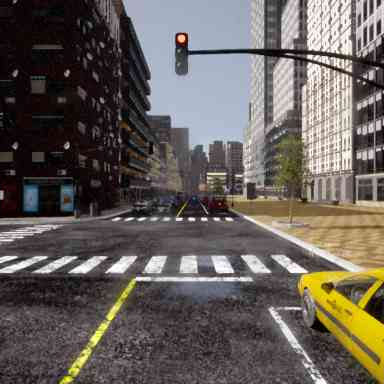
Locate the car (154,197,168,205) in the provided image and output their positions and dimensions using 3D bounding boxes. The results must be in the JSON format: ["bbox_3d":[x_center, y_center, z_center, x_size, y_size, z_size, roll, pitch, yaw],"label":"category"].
[{"bbox_3d":[-5.433,1.584,58.518,1.887,1.381,4.507,0,0,0],"label":"car"}]

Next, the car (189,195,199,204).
[{"bbox_3d":[0.398,1.404,66.684,2.097,1.767,4.553,0,0,0],"label":"car"}]

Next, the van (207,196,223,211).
[{"bbox_3d":[2.872,1.358,41.901,1.690,1.788,3.998,0,0,0],"label":"van"}]

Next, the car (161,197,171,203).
[{"bbox_3d":[-5.384,1.639,69.572,1.802,1.307,4.206,0,0,0],"label":"car"}]

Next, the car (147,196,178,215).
[{"bbox_3d":[-2.947,1.502,34.273,2.128,1.511,4.902,0,0,0],"label":"car"}]

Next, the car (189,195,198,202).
[{"bbox_3d":[0.346,1.569,76.579,1.837,1.490,4.892,0,0,0],"label":"car"}]

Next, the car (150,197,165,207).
[{"bbox_3d":[-5.457,1.581,52.992,2.008,1.369,4.403,0,0,0],"label":"car"}]

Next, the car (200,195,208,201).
[{"bbox_3d":[3.072,1.613,86.284,1.752,1.417,4.829,0,0,0],"label":"car"}]

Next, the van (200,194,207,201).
[{"bbox_3d":[3.094,1.441,91.640,1.690,1.788,3.998,0,0,0],"label":"van"}]

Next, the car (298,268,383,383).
[{"bbox_3d":[2.704,1.525,4.133,1.752,1.417,4.829,0,0,0],"label":"car"}]

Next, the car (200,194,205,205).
[{"bbox_3d":[2.946,1.354,58.481,2.192,1.841,5.009,0,0,0],"label":"car"}]

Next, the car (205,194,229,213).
[{"bbox_3d":[2.847,1.327,36.375,2.192,1.841,5.009,0,0,0],"label":"car"}]

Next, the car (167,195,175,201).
[{"bbox_3d":[-5.310,1.613,85.982,1.752,1.417,4.829,0,0,0],"label":"car"}]

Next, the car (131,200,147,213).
[{"bbox_3d":[-5.531,1.563,36.412,2.008,1.369,4.403,0,0,0],"label":"car"}]

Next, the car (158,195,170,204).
[{"bbox_3d":[-5.409,1.488,64.045,1.967,1.590,4.097,0,0,0],"label":"car"}]

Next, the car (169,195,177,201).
[{"bbox_3d":[-5.285,1.644,91.677,1.887,1.381,4.507,0,0,0],"label":"car"}]

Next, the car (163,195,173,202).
[{"bbox_3d":[-5.360,1.507,75.098,1.967,1.590,4.097,0,0,0],"label":"car"}]

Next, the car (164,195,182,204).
[{"bbox_3d":[-2.892,1.570,46.725,2.033,1.411,5.357,0,0,0],"label":"car"}]

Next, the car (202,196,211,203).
[{"bbox_3d":[2.996,1.602,69.534,1.887,1.381,4.507,0,0,0],"label":"car"}]
